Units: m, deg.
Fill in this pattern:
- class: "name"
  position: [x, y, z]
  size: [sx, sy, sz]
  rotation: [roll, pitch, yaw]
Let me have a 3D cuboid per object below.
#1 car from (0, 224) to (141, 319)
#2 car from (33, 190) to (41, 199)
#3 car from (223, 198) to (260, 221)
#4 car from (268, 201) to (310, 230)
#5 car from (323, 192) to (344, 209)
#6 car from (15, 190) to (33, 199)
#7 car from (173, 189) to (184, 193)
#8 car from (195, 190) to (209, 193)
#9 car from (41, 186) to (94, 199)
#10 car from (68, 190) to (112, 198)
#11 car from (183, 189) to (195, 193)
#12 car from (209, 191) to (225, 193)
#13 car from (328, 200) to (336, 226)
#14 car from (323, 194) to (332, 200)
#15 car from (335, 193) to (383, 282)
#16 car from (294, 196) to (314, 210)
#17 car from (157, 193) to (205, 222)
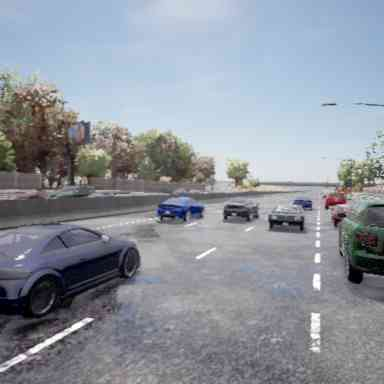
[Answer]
- class: "car"
  position: [-2.812, 1.372, 7.143]
  size: [1.994, 1.385, 4.181]
  rotation: [2, 1, 21]
- class: "car"
  position: [-14.332, 0.553, 36.220]
  size: [1.882, 1.535, 5.008]
  rotation: [2, 1, 21]
- class: "car"
  position: [3.627, 1.192, 23.881]
  size: [1.837, 1.490, 4.892]
  rotation: [2, 1, 21]
- class: "car"
  position: [5.793, 1.404, 19.776]
  size: [1.895, 1.301, 4.718]
  rotation: [2, 1, 21]
- class: "car"
  position: [16.826, 0.975, 38.966]
  size: [2.150, 2.045, 5.566]
  rotation: [2, 1, 21]
- class: "car"
  position: [-17.601, 0.505, 37.472]
  size: [1.812, 1.442, 4.674]
  rotation: [2, 1, 21]
- class: "car"
  position: [-2.727, 0.070, 75.856]
  size: [2.097, 1.767, 4.553]
  rotation: [2, 1, 21]
- class: "car"
  position: [2.830, 0.529, 70.830]
  size: [1.895, 1.301, 4.718]
  rotation: [2, 1, 21]
- class: "car"
  position: [-11.796, 0.406, 33.051]
  size: [2.150, 2.045, 5.566]
  rotation: [2, 1, 21]
- class: "car"
  position: [-8.744, 0.831, 31.267]
  size: [2.033, 1.411, 5.357]
  rotation: [2, 1, 21]
- class: "car"
  position: [0.524, 0.335, 74.576]
  size: [2.128, 1.511, 4.902]
  rotation: [2, 1, 21]
- class: "car"
  position: [5.809, 0.568, 68.824]
  size: [2.128, 1.511, 4.902]
  rotation: [2, 1, 21]
- class: "car"
  position: [10.049, 1.477, 21.373]
  size: [1.895, 1.301, 4.718]
  rotation: [2, 1, 21]
- class: "car"
  position: [33.560, 1.121, 82.513]
  size: [1.895, 1.301, 4.718]
  rotation: [2, 1, 21]
- class: "car"
  position: [5.394, 1.182, 9.243]
  size: [2.150, 2.045, 5.566]
  rotation: [2, 1, 21]
- class: "car"
  position: [12.535, 1.158, 37.299]
  size: [1.882, 1.535, 5.008]
  rotation: [2, 1, 21]
- class: "car"
  position: [-0.590, 1.087, 22.660]
  size: [1.882, 1.535, 5.008]
  rotation: [2, 1, 21]
